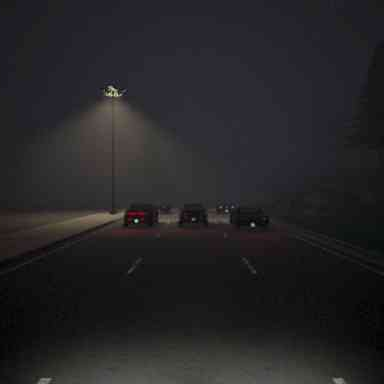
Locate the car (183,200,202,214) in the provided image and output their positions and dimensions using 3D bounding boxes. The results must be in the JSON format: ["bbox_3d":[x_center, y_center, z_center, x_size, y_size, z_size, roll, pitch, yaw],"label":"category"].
[{"bbox_3d":[0.118,1.601,36.396,1.895,1.301,4.718,0,0,1],"label":"car"}]

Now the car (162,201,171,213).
[{"bbox_3d":[-3.382,1.601,36.350,1.895,1.301,4.718,0,0,1],"label":"car"}]

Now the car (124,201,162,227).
[{"bbox_3d":[-3.428,1.506,23.000,1.837,1.490,4.892,0,0,0],"label":"car"}]

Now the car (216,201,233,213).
[{"bbox_3d":[3.618,1.601,36.342,1.895,1.301,4.718,0,0,1],"label":"car"}]

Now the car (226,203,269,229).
[{"bbox_3d":[3.564,1.601,21.524,1.895,1.301,4.718,0,0,0],"label":"car"}]

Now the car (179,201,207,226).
[{"bbox_3d":[0.069,1.526,23.103,1.812,1.442,4.674,0,0,-1],"label":"car"}]
